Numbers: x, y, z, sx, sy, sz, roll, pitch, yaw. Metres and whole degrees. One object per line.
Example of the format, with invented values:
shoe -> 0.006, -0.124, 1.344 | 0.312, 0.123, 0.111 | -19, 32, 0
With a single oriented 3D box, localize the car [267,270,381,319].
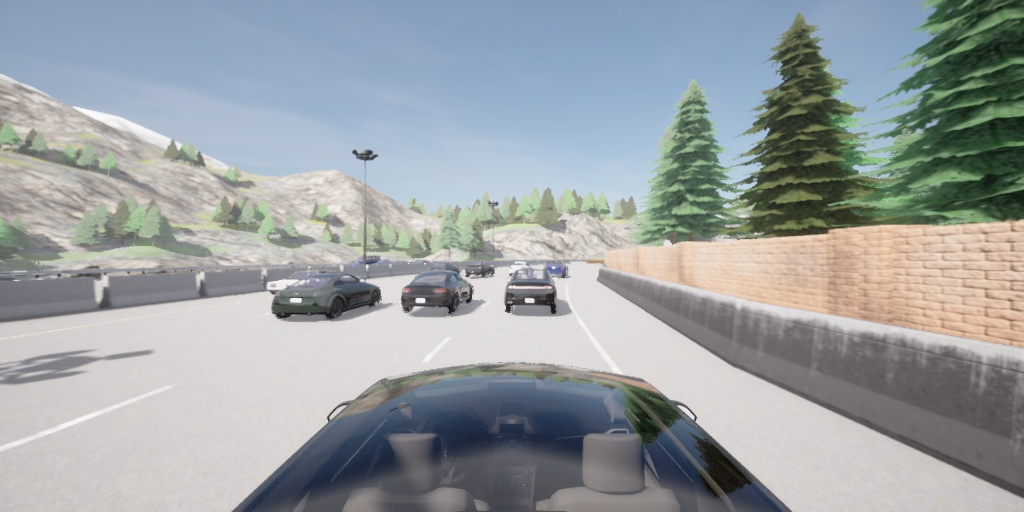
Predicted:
car -> -6.340, 1.301, 12.761 | 1.994, 1.385, 4.181 | 0, 0, 4

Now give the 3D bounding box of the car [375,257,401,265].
car -> -16.726, 1.270, 51.512 | 2.033, 1.411, 5.357 | 0, 0, 17

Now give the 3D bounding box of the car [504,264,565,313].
car -> 0.800, 1.249, 14.159 | 2.128, 1.511, 4.902 | 0, 0, 5

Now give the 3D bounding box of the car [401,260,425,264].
car -> -13.214, 1.258, 50.898 | 1.812, 1.442, 4.674 | 0, 0, 18

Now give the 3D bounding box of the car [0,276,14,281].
car -> -20.622, 1.188, 12.107 | 2.128, 1.511, 4.902 | 0, 0, 4

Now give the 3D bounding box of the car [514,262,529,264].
car -> 0.950, 1.292, 36.092 | 1.812, 1.442, 4.674 | 0, 0, 14

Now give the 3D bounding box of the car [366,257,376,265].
car -> -19.401, 1.242, 54.525 | 1.812, 1.442, 4.674 | 0, 0, 19

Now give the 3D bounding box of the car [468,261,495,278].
car -> -2.997, 1.246, 34.524 | 2.128, 1.511, 4.902 | 0, 0, 13

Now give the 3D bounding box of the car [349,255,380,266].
car -> -22.693, 0.927, 55.775 | 2.150, 2.045, 5.566 | 0, 0, 19

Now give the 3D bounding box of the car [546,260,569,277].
car -> 4.376, 1.127, 35.274 | 2.097, 1.767, 4.553 | 0, 0, 14

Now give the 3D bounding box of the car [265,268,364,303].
car -> -9.425, 1.331, 17.662 | 1.895, 1.301, 4.718 | 0, 0, 6

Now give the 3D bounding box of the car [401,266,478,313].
car -> -2.748, 1.273, 13.855 | 1.812, 1.442, 4.674 | 0, 0, 5

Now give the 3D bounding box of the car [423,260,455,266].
car -> -6.553, 1.308, 34.648 | 1.994, 1.385, 4.181 | 0, 0, 12
